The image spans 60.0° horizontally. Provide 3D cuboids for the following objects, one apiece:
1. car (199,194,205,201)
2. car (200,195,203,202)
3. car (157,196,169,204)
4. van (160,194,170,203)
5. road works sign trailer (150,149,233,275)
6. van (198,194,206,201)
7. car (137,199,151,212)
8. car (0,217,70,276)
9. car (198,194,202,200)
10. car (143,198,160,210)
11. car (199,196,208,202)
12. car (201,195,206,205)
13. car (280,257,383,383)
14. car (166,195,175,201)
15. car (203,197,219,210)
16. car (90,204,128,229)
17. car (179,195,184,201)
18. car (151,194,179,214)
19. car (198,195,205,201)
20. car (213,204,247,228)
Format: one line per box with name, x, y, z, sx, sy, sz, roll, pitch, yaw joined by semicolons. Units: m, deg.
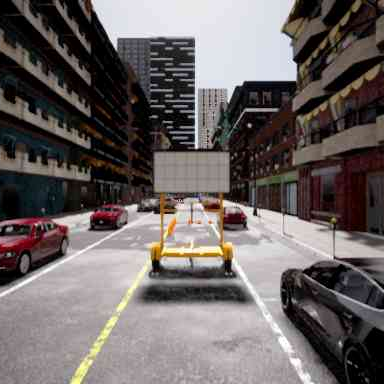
car;2.548;1.509;56.075;1.752;1.417;4.829;0;0;0
car;2.550;1.527;50.216;1.887;1.381;4.507;1;0;0
car;-5.335;1.531;61.581;1.887;1.381;4.507;1;0;0
van;-5.336;1.331;67.270;1.690;1.788;3.998;1;0;0
road works sign trailer;-0.004;0.456;10.375;2.380;3.560;2.880;0;0;0
van;2.536;1.348;84.353;1.690;1.788;3.998;0;0;0
car;-5.325;1.533;38.822;2.008;1.369;4.403;1;0;0
car;-5.312;1.536;10.373;1.887;1.381;4.507;1;0;0
car;2.542;1.515;67.453;1.752;1.417;4.829;0;0;0
car;-5.327;1.508;44.342;1.752;1.417;4.829;1;0;0
car;2.539;1.576;72.973;1.802;1.307;4.206;0;0;0
car;2.553;1.527;44.527;1.887;1.381;4.507;1;0;0
car;2.570;1.562;4.699;1.947;1.339;4.313;1;0;0
car;-5.346;1.552;84.340;1.887;1.381;4.507;0;0;0
car;2.555;1.565;38.836;1.802;1.307;4.206;1;0;0
car;-5.317;1.530;21.752;1.887;1.381;4.507;1;0;0
car;-2.784;1.356;77.185;1.882;1.535;5.008;0;0;0
car;-2.865;1.335;35.699;2.097;1.767;4.553;0;0;0
car;2.532;1.539;90.213;1.752;1.417;4.829;0;0;0
car;2.562;1.568;21.767;1.802;1.307;4.206;1;0;0
